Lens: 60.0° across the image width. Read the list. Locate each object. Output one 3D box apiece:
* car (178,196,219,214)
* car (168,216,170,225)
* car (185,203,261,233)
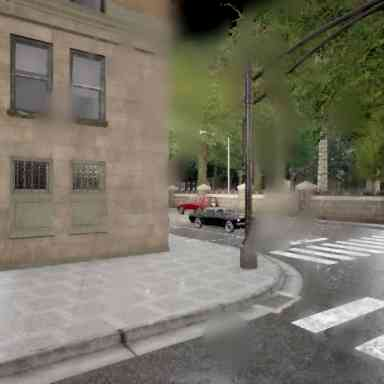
[{"bbox_3d":[0.601,1.285,31.822,2.192,1.841,5.009,0,0,-35],"label":"car"},{"bbox_3d":[-3.169,1.544,22.284,1.947,1.339,4.313,0,0,-35],"label":"car"},{"bbox_3d":[1.846,1.586,19.878,1.895,1.301,4.718,0,0,-35],"label":"car"}]
